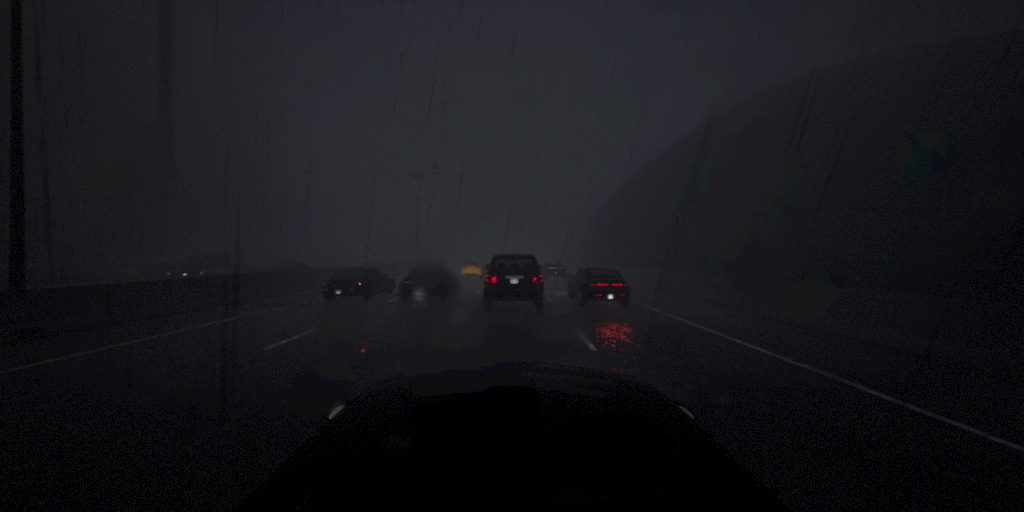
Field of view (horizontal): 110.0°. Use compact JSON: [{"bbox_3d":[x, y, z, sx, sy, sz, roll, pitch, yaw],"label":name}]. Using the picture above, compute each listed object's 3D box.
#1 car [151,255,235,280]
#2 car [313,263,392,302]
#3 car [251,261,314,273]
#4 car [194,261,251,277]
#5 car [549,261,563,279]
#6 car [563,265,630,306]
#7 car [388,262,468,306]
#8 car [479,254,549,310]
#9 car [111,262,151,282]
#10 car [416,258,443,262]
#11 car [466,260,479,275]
[{"bbox_3d":[-24.654,0.923,28.522,2.150,2.045,5.566,0,0,0],"label":"car"},{"bbox_3d":[-6.944,1.241,16.615,1.812,1.442,4.674,0,0,0],"label":"car"},{"bbox_3d":[-17.653,1.171,28.259,1.882,1.535,5.008,0,0,0],"label":"car"},{"bbox_3d":[-21.152,1.300,27.482,1.895,1.301,4.718,0,0,0],"label":"car"},{"bbox_3d":[3.537,1.154,31.175,2.128,1.511,4.902,0,0,0],"label":"car"},{"bbox_3d":[3.570,1.212,15.408,1.837,1.490,4.892,0,0,0],"label":"car"},{"bbox_3d":[-3.430,1.205,15.671,2.128,1.511,4.902,0,0,0],"label":"car"},{"bbox_3d":[0.072,0.934,14.642,2.150,2.045,5.566,0,0,0],"label":"car"},{"bbox_3d":[-28.151,1.182,28.156,1.882,1.535,5.008,0,0,0],"label":"car"},{"bbox_3d":[-6.966,1.147,32.699,1.882,1.535,5.008,0,0,0],"label":"car"},{"bbox_3d":[-3.466,1.143,32.710,1.882,1.535,5.008,0,0,0],"label":"car"}]
